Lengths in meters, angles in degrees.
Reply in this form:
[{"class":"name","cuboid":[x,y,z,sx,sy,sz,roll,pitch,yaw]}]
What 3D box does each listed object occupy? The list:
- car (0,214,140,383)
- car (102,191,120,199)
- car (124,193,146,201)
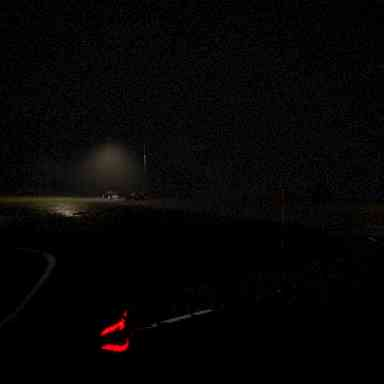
[{"class":"car","cuboid":[-3.013,1.229,1.723,5.566,2.045,2.150,0,0,-35]},{"class":"car","cuboid":[-14.937,0.519,61.332,1.837,1.490,4.892,1,1,-35]},{"class":"car","cuboid":[-9.177,0.810,53.196,1.895,1.301,4.718,1,0,-35]}]
